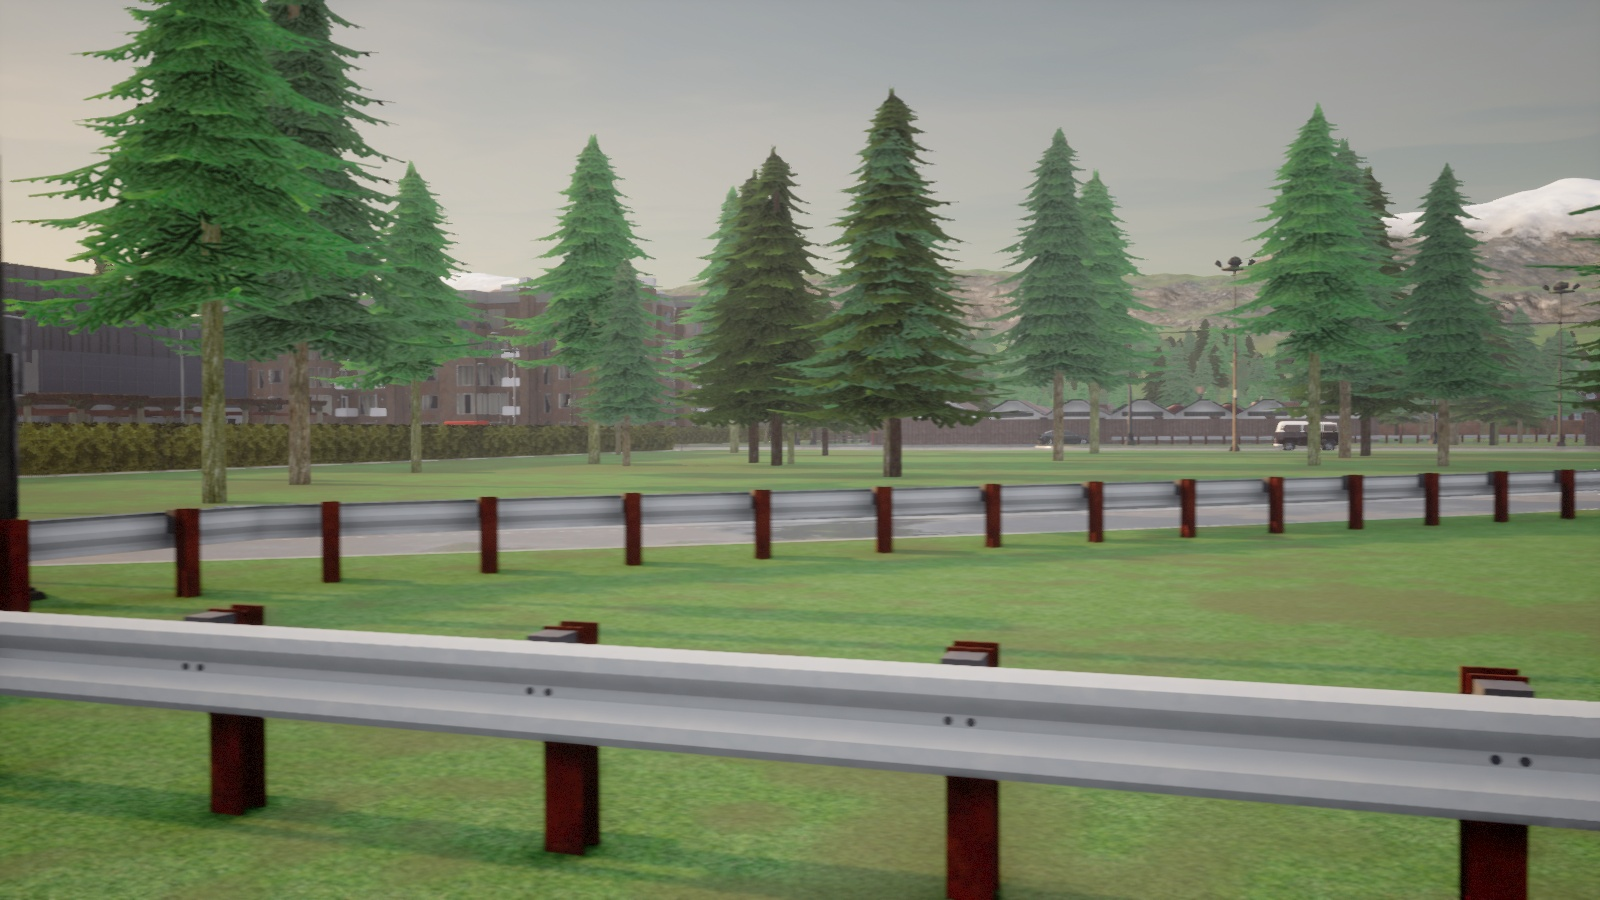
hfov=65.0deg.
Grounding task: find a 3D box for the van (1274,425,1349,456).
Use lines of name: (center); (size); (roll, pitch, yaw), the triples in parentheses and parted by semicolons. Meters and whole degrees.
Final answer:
van: (34.022, -0.661, 83.594); (4.480, 2.038, 2.069); (1, 1, 19)
